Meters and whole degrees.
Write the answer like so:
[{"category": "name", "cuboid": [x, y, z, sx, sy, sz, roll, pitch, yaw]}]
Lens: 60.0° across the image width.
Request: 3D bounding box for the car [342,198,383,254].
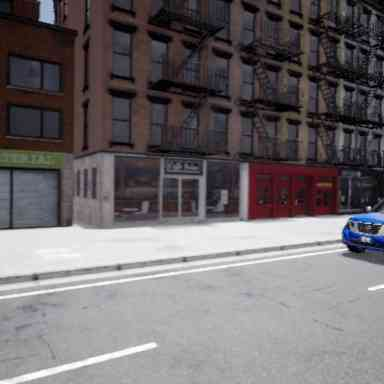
[{"category": "car", "cuboid": [7.720, 1.124, 11.666, 5.566, 2.045, 2.150, 0, 1, -31]}]
